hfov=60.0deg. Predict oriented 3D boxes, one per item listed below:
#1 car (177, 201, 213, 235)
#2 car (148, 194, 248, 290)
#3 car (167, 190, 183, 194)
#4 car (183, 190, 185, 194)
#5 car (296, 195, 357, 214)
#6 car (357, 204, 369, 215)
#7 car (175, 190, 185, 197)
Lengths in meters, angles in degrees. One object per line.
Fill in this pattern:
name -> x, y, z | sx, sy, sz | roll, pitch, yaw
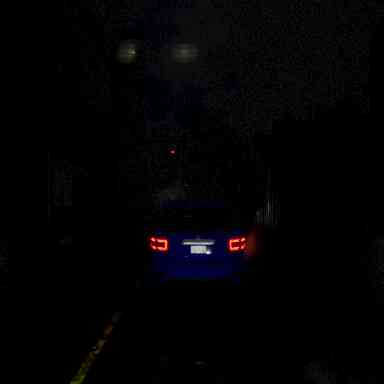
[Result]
car -> 0.128, 1.389, 19.168 | 1.837, 1.490, 4.892 | 0, 1, 0
car -> 0.116, 1.195, 9.142 | 2.150, 2.045, 5.566 | 0, 0, 0
car -> -2.689, 0.830, 45.206 | 2.128, 1.511, 4.902 | 0, 2, -1
car -> -2.633, 0.543, 54.610 | 1.882, 1.535, 5.008 | 0, 2, 0
car -> 12.836, 1.181, 32.446 | 5.009, 1.841, 2.192 | 1, 0, 0
car -> 18.234, 1.525, 32.436 | 4.206, 1.307, 1.802 | 1, 0, 0
car -> -2.492, 0.215, 68.953 | 1.895, 1.301, 4.718 | 0, 2, 0
